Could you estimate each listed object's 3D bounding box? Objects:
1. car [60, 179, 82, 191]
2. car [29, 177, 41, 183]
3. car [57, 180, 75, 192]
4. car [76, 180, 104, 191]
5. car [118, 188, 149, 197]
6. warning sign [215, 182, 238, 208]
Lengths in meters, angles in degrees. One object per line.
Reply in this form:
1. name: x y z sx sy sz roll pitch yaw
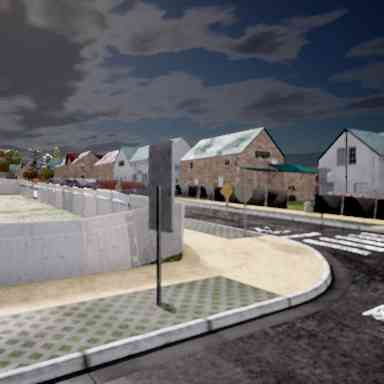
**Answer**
1. car: -19.094 -1.184 52.453 2.097 1.767 4.553 0 3 -35
2. car: -38.794 -2.913 82.105 2.097 1.767 4.553 -3 4 -35
3. car: -17.108 -0.596 44.793 1.895 1.301 4.718 0 3 -35
4. car: -13.541 -0.534 44.635 2.033 1.411 5.357 0 3 -35
5. car: -4.231 0.418 26.333 2.033 1.411 5.357 0 3 -35
6. warning sign: 2.677 0.222 25.763 1.300 1.860 1.060 -3 2 -35
